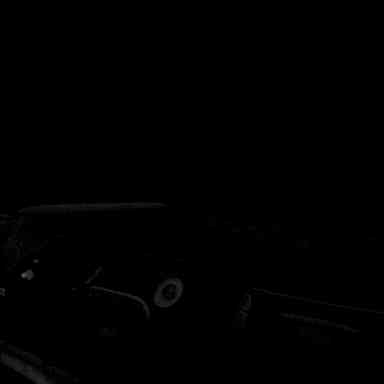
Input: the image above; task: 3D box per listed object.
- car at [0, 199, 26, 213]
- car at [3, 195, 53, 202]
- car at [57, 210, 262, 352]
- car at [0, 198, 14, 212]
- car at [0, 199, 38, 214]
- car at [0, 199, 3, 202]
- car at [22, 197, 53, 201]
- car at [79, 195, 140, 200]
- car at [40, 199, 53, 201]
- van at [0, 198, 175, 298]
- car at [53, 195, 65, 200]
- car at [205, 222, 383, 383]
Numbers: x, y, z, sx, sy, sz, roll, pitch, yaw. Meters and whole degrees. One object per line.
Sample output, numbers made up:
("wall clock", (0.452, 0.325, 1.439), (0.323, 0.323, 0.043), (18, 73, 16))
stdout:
("car", (-22.095, 1.577, 38.287), (2.097, 1.535, 5.008), (0, 0, 35))
("car", (-15.304, 1.287, 33.427), (2.435, 2.045, 5.566), (0, 0, 35))
("car", (0.126, 1.356, 6.467), (2.185, 1.767, 4.553), (0, 0, 35))
("car", (-24.470, 1.587, 39.757), (1.946, 1.575, 5.366), (0, 0, 35))
("car", (-19.840, 1.593, 36.653), (2.163, 1.488, 4.792), (0, 0, 35))
("car", (-17.537, 1.580, 35.086), (2.163, 1.488, 4.792), (0, 0, 35))
("car", (-13.019, 1.529, 31.829), (2.097, 1.535, 5.008), (0, 0, 35))
("car", (-6.327, 1.259, 27.039), (2.435, 2.045, 5.566), (0, 0, 35))
("car", (-10.850, 1.561, 30.288), (2.002, 1.452, 4.674), (0, 0, 35))
("van", (-2.244, 1.260, 7.972), (1.878, 1.987, 4.442), (0, 0, 35))
("car", (-8.496, 1.263, 28.581), (2.435, 2.045, 5.566), (0, 0, 35))
("car", (2.374, 1.351, 4.790), (2.185, 1.767, 4.553), (0, 0, 35))
